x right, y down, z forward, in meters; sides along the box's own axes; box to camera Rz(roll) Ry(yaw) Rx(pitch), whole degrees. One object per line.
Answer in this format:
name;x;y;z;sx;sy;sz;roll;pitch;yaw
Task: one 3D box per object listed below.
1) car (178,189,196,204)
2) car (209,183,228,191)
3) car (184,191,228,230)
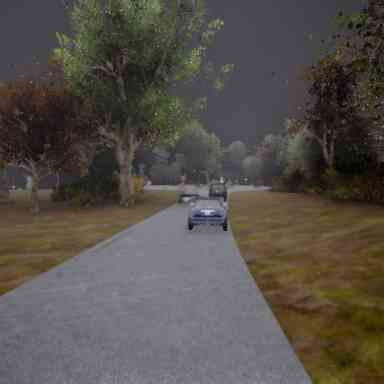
car;-0.308;0.480;35.416;2.128;1.511;4.902;2;3;7
car;3.275;-0.072;41.437;2.150;2.045;5.566;0;3;7
car;0.959;1.047;19.097;2.097;1.767;4.553;0;2;4
